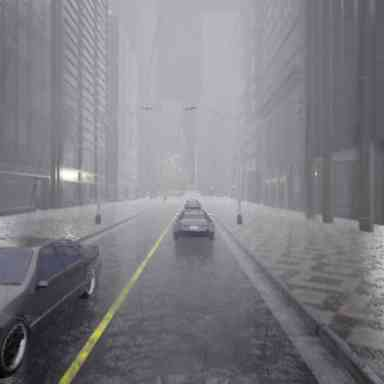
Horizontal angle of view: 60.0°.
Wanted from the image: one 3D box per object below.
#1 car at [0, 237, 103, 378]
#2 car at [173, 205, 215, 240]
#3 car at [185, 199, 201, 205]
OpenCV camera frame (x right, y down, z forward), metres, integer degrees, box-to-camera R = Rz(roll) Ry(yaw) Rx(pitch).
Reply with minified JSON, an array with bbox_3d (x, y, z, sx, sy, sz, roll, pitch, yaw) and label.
[{"bbox_3d":[-3.058,1.548,5.779,2.033,1.411,5.357,0,0,1],"label":"car"},{"bbox_3d":[0.093,1.566,16.962,1.994,1.385,4.181,0,0,0],"label":"car"},{"bbox_3d":[0.091,1.569,41.283,1.994,1.385,4.181,0,0,0],"label":"car"}]
